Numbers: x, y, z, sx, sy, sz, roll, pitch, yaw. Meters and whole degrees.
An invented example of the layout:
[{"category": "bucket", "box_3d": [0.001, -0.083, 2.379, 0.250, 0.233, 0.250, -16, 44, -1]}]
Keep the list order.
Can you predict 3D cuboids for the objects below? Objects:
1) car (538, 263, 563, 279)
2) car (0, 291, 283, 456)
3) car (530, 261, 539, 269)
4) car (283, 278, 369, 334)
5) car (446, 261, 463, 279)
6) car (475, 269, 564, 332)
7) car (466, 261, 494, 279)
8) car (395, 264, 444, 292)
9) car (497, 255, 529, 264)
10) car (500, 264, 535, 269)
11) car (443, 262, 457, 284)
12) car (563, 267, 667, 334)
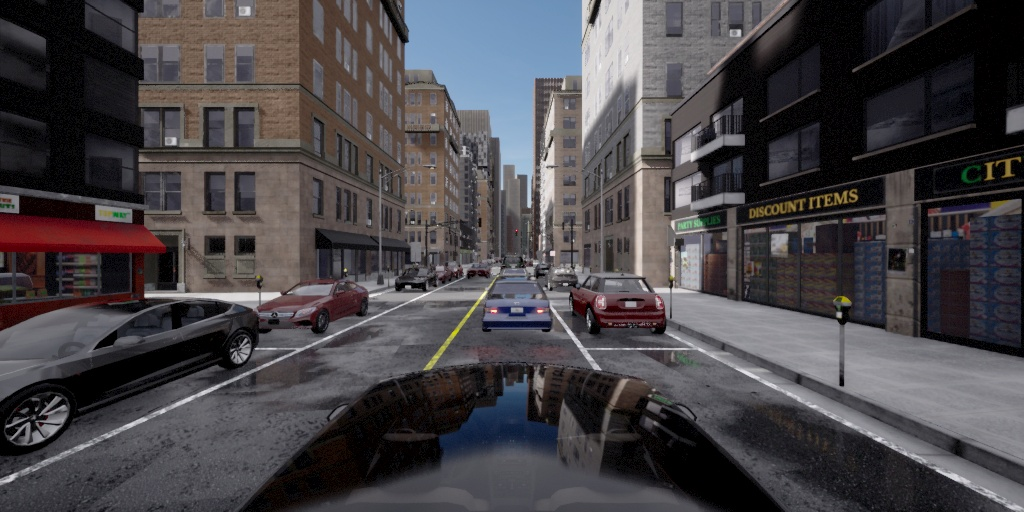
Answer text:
[{"category": "car", "box_3d": [2.904, 1.301, 21.590, 2.007, 1.370, 4.403, 0, 0, 0]}, {"category": "car", "box_3d": [-5.664, 1.315, 5.108, 1.948, 1.339, 4.313, 0, 0, 0]}, {"category": "car", "box_3d": [2.932, 1.319, 32.592, 1.948, 1.339, 4.313, 0, 0, 0]}, {"category": "car", "box_3d": [-5.650, 1.332, 10.609, 1.802, 1.307, 4.207, 0, 0, 0]}, {"category": "car", "box_3d": [-5.593, 1.193, 32.614, 1.967, 1.591, 4.097, 0, 0, 0]}, {"category": "car", "box_3d": [0.122, 1.297, 10.802, 2.033, 1.411, 5.357, 0, 0, 0]}, {"category": "car", "box_3d": [-2.938, 1.354, 32.355, 1.895, 1.301, 4.718, 0, 0, 1]}, {"category": "car", "box_3d": [-5.622, 1.317, 21.611, 1.948, 1.339, 4.313, 0, 0, 0]}, {"category": "car", "box_3d": [0.081, 0.975, 31.340, 2.150, 2.045, 5.566, 0, 0, -1]}, {"category": "car", "box_3d": [0.146, 1.352, 21.308, 1.895, 1.301, 4.718, 0, 0, 0]}, {"category": "car", "box_3d": [-5.608, 1.334, 27.113, 1.802, 1.307, 4.207, 0, 0, 0]}, {"category": "car", "box_3d": [2.876, 1.190, 10.587, 1.967, 1.591, 4.097, 0, 0, 0]}]
